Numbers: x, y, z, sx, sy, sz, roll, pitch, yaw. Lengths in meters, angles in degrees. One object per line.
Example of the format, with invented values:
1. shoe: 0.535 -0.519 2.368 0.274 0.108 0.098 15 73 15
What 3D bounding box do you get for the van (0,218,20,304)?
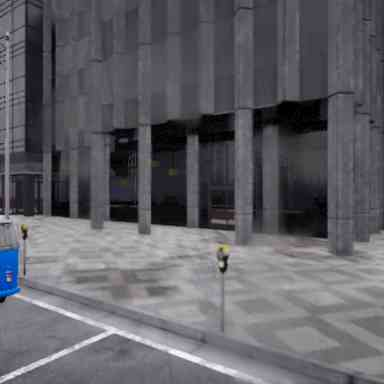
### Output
1. van: -5.181 1.318 6.775 3.998 1.788 1.690 0 0 35
